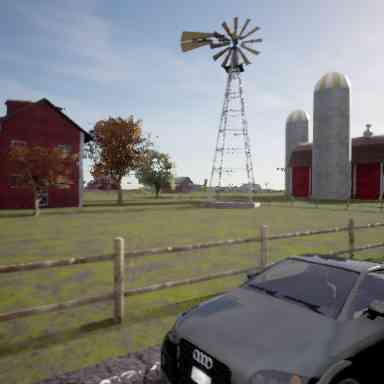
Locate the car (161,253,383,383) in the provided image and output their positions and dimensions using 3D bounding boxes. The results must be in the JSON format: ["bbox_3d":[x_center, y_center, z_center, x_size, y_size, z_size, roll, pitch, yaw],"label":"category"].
[{"bbox_3d":[1.704,1.562,4.277,4.181,1.385,1.994,0,0,-36],"label":"car"}]
